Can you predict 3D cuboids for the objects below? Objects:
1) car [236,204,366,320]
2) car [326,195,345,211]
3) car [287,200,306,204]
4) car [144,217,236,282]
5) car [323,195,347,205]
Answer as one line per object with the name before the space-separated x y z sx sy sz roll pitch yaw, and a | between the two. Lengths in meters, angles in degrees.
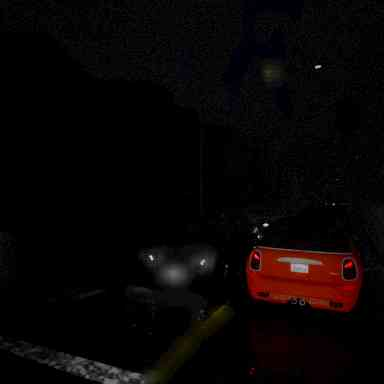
car | 2.734 1.335 7.711 2.097 1.767 4.553 1 0 24
car | 19.213 1.392 44.501 2.150 2.045 5.566 1 0 24
car | 8.802 1.503 28.205 1.837 1.490 4.892 1 0 24
car | 0.676 1.497 10.097 2.033 1.411 5.357 1 0 24
car | 14.970 1.314 34.927 2.150 2.045 5.566 1 0 25
